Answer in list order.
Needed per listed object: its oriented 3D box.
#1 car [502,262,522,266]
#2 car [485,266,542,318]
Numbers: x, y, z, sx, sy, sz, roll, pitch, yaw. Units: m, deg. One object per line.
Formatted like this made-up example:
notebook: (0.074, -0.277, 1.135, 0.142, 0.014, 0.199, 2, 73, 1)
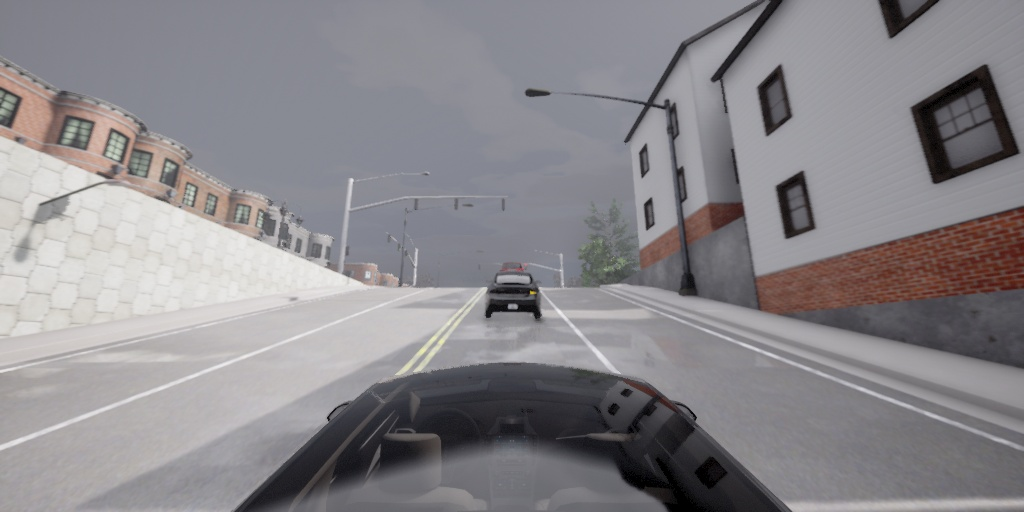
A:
car: (0.039, 1.920, 29.993, 2.150, 2.045, 5.566, 0, -12, 1)
car: (0.052, 1.304, 13.308, 1.837, 1.490, 4.892, 1, 0, 1)
